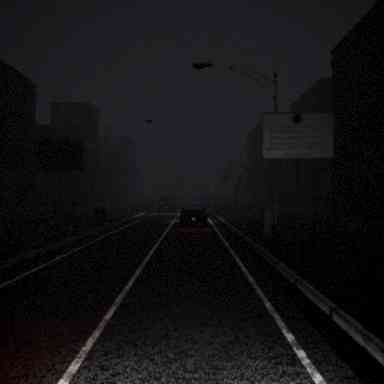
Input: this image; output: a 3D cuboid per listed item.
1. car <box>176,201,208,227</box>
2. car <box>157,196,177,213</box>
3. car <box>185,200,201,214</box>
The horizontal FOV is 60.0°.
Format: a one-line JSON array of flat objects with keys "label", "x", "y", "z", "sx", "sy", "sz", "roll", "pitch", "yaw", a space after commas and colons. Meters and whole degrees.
[{"label": "car", "x": 0.101, "y": 1.587, "z": 23.721, "sx": 1.882, "sy": 1.535, "sz": 5.008, "roll": 0, "pitch": 0, "yaw": 0}, {"label": "car", "x": -3.087, "y": 1.489, "z": 42.058, "sx": 2.150, "sy": 2.045, "sz": 5.566, "roll": 0, "pitch": 0, "yaw": 0}, {"label": "car", "x": 0.100, "y": 1.793, "z": 41.173, "sx": 1.812, "sy": 1.442, "sz": 4.674, "roll": 0, "pitch": 0, "yaw": 0}]
